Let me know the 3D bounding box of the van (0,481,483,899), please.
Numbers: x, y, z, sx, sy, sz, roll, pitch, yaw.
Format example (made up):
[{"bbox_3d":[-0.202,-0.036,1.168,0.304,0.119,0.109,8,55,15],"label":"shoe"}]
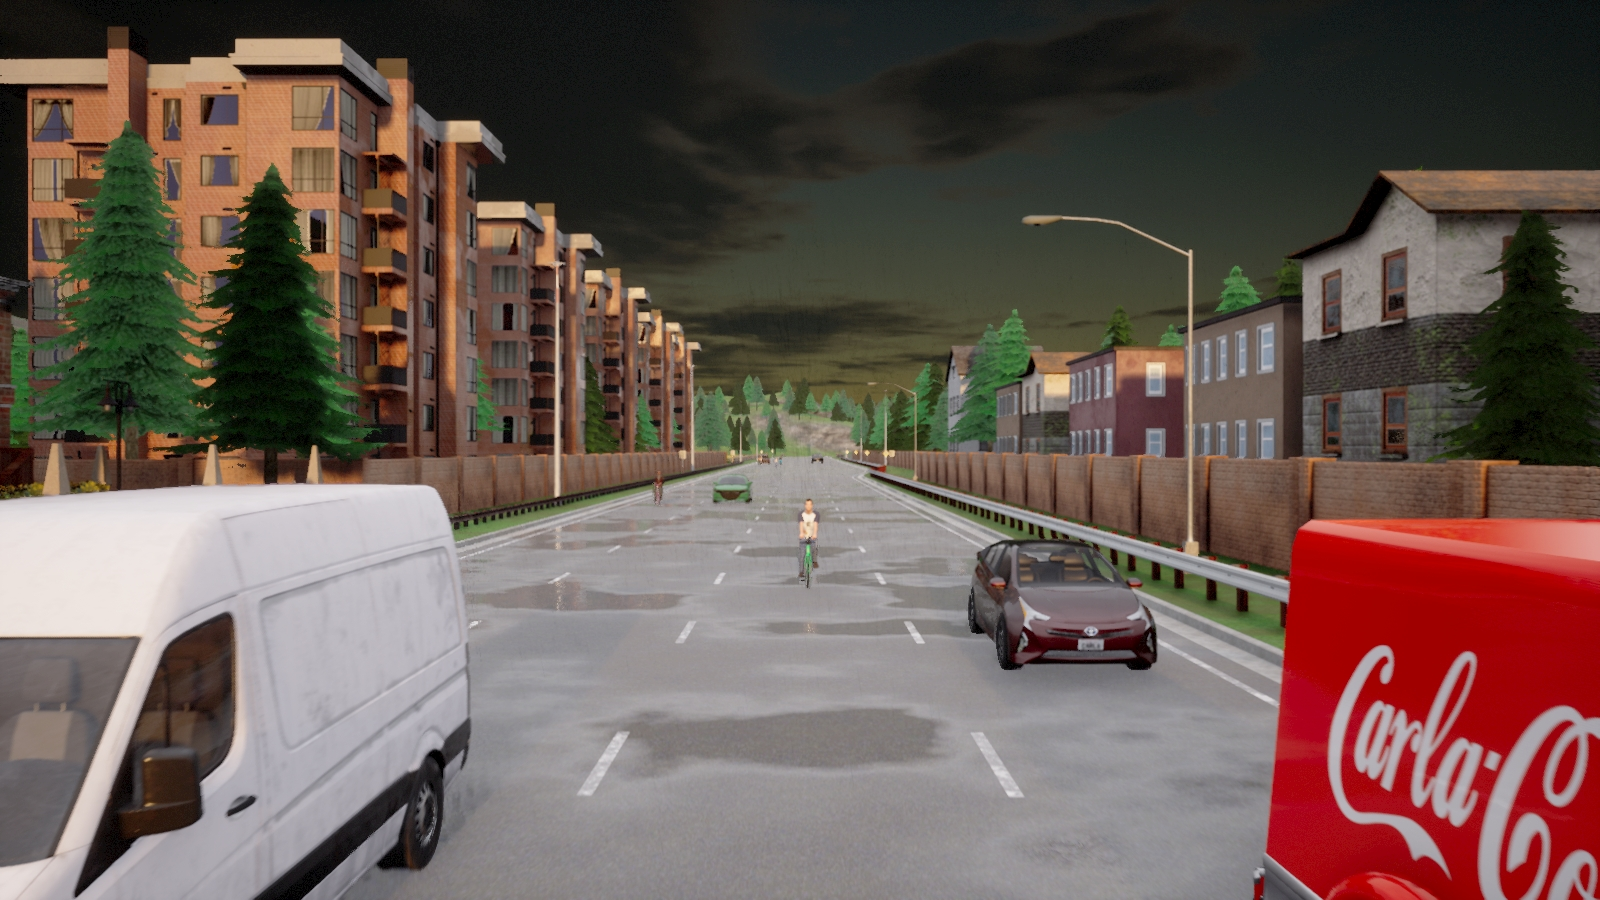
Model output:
[{"bbox_3d":[-3.491,1.532,5.973,1.988,2.561,5.915,0,0,0],"label":"van"}]

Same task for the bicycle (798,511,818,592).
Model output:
[{"bbox_3d":[0.170,2.052,23.367,0.373,1.496,1.643,0,1,2],"label":"bicycle"}]

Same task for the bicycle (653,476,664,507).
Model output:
[{"bbox_3d":[-6.994,2.051,56.467,0.329,1.471,1.835,0,0,0],"label":"bicycle"}]

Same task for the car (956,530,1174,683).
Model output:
[{"bbox_3d":[3.498,2.037,15.994,2.007,1.525,4.514,0,0,0],"label":"car"}]

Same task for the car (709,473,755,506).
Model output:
[{"bbox_3d":[-3.503,2.025,59.935,2.097,1.535,5.006,0,0,0],"label":"car"}]

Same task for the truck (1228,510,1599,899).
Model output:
[{"bbox_3d":[3.500,1.561,3.225,2.627,2.467,5.204,0,0,0],"label":"truck"}]
